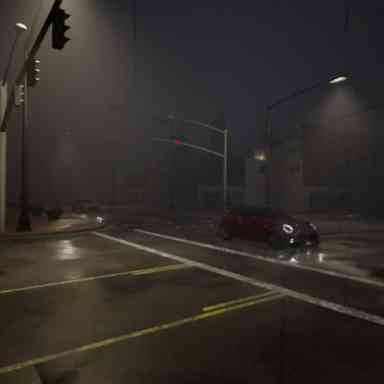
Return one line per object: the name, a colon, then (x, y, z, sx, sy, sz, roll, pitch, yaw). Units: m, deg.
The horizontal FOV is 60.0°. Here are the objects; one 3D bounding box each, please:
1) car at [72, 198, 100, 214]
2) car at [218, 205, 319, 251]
car: (-11.408, 1.469, 35.640, 1.882, 1.535, 5.008, 1, 0, -35)
car: (3.238, 1.404, 14.713, 2.097, 1.767, 4.553, 1, 0, -35)
